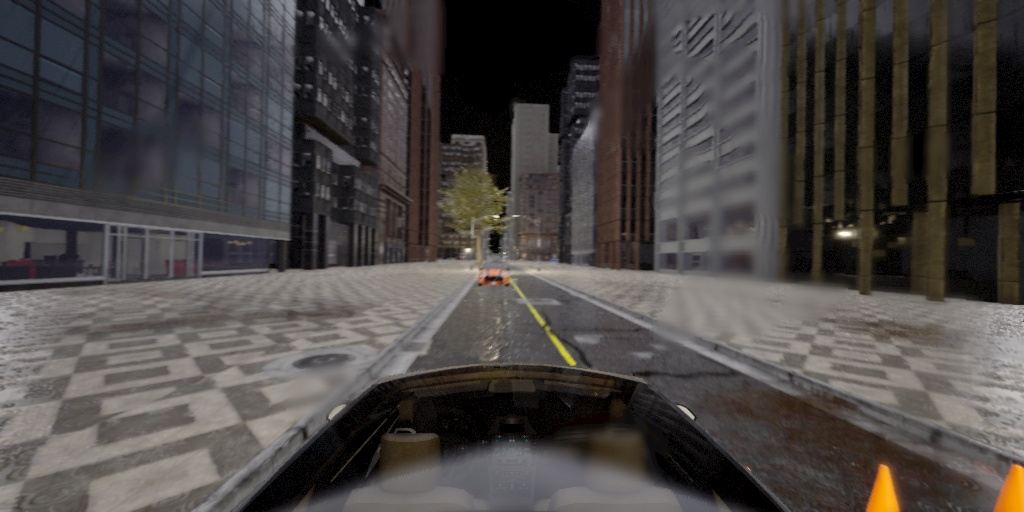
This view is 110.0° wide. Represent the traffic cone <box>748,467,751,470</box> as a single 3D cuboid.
[{"bbox_3d":[1.591,1.742,2.448,0.340,0.580,0.340,0,0,-3],"label":"traffic cone"}]

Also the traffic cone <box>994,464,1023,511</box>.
[{"bbox_3d":[3.588,1.785,2.549,0.340,0.580,0.340,0,0,-3],"label":"traffic cone"}]

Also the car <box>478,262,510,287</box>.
[{"bbox_3d":[-1.266,1.187,25.228,2.097,1.767,4.553,1,0,-3],"label":"car"}]

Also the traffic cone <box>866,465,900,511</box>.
[{"bbox_3d":[2.590,1.764,2.499,0.340,0.580,0.340,0,0,-3],"label":"traffic cone"}]
